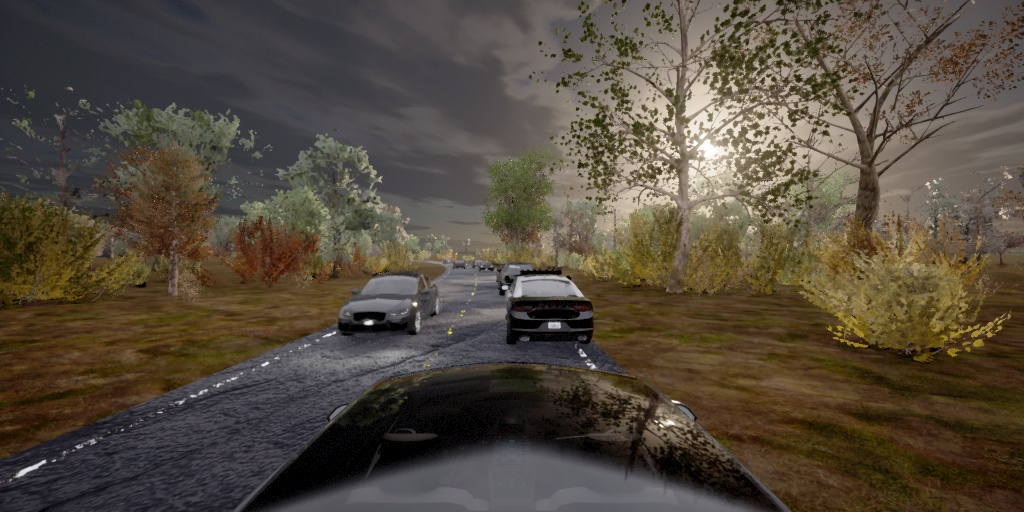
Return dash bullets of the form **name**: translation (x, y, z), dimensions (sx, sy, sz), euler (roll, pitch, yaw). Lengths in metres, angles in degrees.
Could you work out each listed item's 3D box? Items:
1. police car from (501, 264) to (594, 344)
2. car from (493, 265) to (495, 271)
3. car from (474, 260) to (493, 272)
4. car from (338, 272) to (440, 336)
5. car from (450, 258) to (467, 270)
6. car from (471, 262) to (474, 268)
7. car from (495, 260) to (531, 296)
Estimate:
- **police car**: translation (0.765, 1.175, 9.708), dimensions (1.930, 1.638, 5.238), euler (0, 0, -2)
- **car**: translation (-0.155, 1.254, 25.697), dimensions (1.837, 1.490, 4.892), euler (0, 0, -5)
- **car**: translation (-3.495, 1.347, 46.602), dimensions (1.895, 1.301, 4.718), euler (0, 0, -9)
- **car**: translation (-3.317, 1.254, 10.493), dimensions (1.837, 1.490, 4.892), euler (0, 0, -2)
- **car**: translation (-7.738, 1.294, 52.736), dimensions (2.033, 1.411, 5.357), euler (0, 0, -10)
- **car**: translation (-5.592, 1.292, 58.841), dimensions (2.033, 1.411, 5.357), euler (0, 0, -11)
- **car**: translation (0.292, 1.100, 19.637), dimensions (2.097, 1.767, 4.553), euler (0, 0, -4)
